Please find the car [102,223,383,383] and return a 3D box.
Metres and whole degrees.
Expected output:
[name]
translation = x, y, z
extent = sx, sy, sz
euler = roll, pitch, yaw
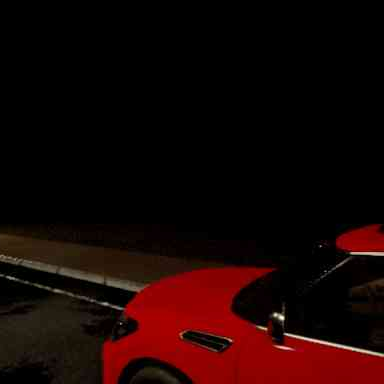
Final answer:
[car]
translation = 1.815, 1.221, 2.402
extent = 5.566, 2.045, 2.150
euler = 0, 0, 35
